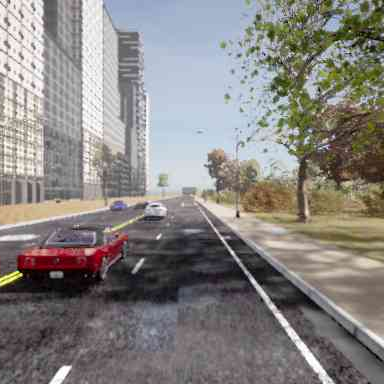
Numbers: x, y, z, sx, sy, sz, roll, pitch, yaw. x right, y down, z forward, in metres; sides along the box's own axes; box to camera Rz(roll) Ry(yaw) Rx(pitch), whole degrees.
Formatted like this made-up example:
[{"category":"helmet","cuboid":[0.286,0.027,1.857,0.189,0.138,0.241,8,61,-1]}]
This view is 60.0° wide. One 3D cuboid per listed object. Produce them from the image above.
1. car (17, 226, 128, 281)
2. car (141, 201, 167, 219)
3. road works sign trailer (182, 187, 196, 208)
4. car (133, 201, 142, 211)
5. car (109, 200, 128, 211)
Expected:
[{"category":"car","cuboid":[-3.206,1.678,10.065,1.895,1.301,4.718,0,0,0]},{"category":"car","cuboid":[-3.394,1.744,31.442,1.812,1.442,4.674,0,0,-1]},{"category":"road works sign trailer","cuboid":[-0.475,0.849,57.521,2.380,3.560,2.880,0,0,-1]},{"category":"car","cuboid":[-6.936,1.892,46.450,1.994,1.385,4.181,0,0,0]},{"category":"car","cuboid":[-10.185,1.862,46.374,1.812,1.442,4.674,0,0,0]}]
